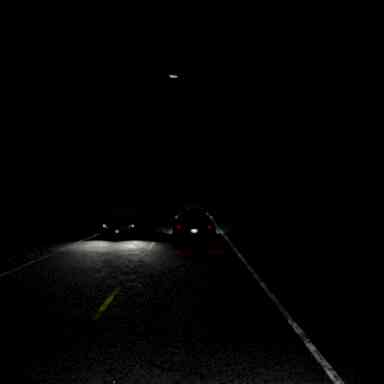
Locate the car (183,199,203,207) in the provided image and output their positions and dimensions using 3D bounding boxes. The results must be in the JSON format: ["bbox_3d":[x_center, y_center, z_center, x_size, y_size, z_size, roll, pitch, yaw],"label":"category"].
[{"bbox_3d":[0.097,1.707,32.915,1.882,1.535,5.008,0,0,0],"label":"car"}]

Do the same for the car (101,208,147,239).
[{"bbox_3d":[-3.599,1.641,18.292,1.812,1.442,4.674,0,0,0],"label":"car"}]

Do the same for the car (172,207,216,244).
[{"bbox_3d":[0.096,1.664,16.340,1.994,1.385,4.181,0,0,0],"label":"car"}]
